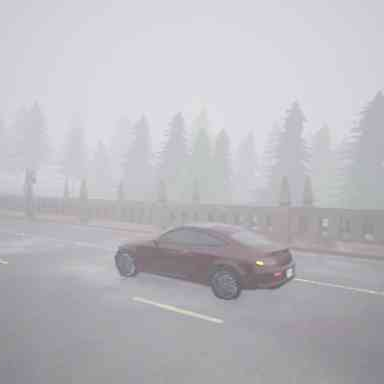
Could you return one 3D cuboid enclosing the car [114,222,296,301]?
[{"bbox_3d":[0.136,1.471,8.194,4.674,1.442,1.812,1,0,35],"label":"car"}]
